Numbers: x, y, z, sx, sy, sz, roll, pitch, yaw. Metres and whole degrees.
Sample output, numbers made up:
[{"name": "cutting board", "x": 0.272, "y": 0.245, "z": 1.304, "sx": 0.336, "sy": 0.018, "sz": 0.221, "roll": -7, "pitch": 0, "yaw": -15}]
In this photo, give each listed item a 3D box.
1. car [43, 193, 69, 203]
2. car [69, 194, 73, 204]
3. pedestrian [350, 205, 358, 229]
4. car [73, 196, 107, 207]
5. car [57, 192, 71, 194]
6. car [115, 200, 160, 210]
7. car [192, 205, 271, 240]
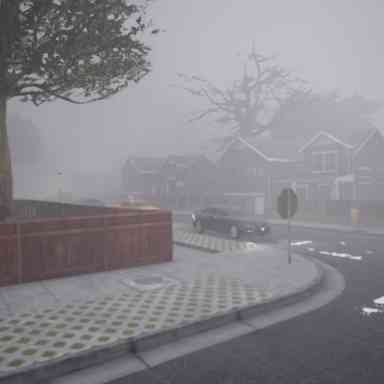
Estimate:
[{"name": "car", "x": -19.392, "y": 1.357, "z": 46.451, "sx": 2.128, "sy": 1.511, "sz": 4.902, "roll": -1, "pitch": 1, "yaw": -36}, {"name": "car", "x": -14.395, "y": 1.275, "z": 44.355, "sx": 1.882, "sy": 1.535, "sz": 5.008, "roll": -1, "pitch": 1, "yaw": -35}, {"name": "pedestrian", "x": 8.688, "y": 1.298, "z": 17.804, "sx": 0.375, "sy": 1.300, "sz": 0.375, "roll": -1, "pitch": 0, "yaw": -36}, {"name": "car", "x": -10.111, "y": 1.367, "z": 33.611, "sx": 1.837, "sy": 1.490, "sz": 4.892, "roll": -1, "pitch": 1, "yaw": -36}, {"name": "car", "x": -20.636, "y": 1.002, "z": 52.805, "sx": 2.150, "sy": 2.045, "sz": 5.566, "roll": -1, "pitch": 1, "yaw": -36}, {"name": "car", "x": -4.223, "y": 1.372, "z": 25.550, "sx": 1.882, "sy": 1.535, "sz": 5.008, "roll": -1, "pitch": 1, "yaw": -36}, {"name": "car", "x": 1.873, "y": 1.442, "z": 17.088, "sx": 1.837, "sy": 1.490, "sz": 4.892, "roll": -1, "pitch": 1, "yaw": -34}]
